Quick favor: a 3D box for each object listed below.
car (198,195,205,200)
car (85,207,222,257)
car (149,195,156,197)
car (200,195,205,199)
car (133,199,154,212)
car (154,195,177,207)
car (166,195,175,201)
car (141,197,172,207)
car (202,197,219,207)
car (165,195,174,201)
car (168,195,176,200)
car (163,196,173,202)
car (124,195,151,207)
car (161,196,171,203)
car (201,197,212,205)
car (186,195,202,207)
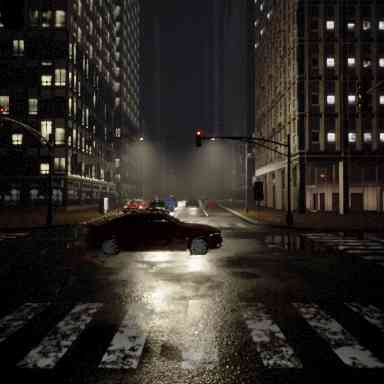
[{"bbox_3d":[2.662,1.582,95.134,1.887,1.381,4.507,1,0,0],"label":"car"},{"bbox_3d":[-1.377,1.482,12.454,5.008,1.535,1.882,0,0,0],"label":"car"},{"bbox_3d":[-5.691,1.331,44.872,2.192,1.841,5.009,1,0,0],"label":"car"},{"bbox_3d":[2.680,1.546,56.263,1.752,1.417,4.829,1,0,0],"label":"car"},{"bbox_3d":[-5.694,1.596,39.297,1.802,1.307,4.206,1,0,0],"label":"car"},{"bbox_3d":[-3.115,1.492,39.810,1.882,1.535,5.008,0,0,0],"label":"car"},{"bbox_3d":[-5.716,1.585,89.473,2.008,1.369,4.403,1,0,0],"label":"car"},{"bbox_3d":[-3.112,1.515,30.305,1.837,1.490,4.892,0,0,0],"label":"car"},{"bbox_3d":[2.683,1.598,44.938,1.802,1.307,4.206,1,0,0],"label":"car"},{"bbox_3d":[-5.713,1.576,83.898,1.887,1.381,4.507,1,0,0],"label":"car"},{"bbox_3d":[-5.719,1.603,95.049,1.947,1.339,4.313,1,0,0],"label":"car"},{"bbox_3d":[-5.711,1.580,78.323,2.008,1.369,4.403,1,0,0],"label":"car"},{"bbox_3d":[-5.689,1.452,33.722,1.967,1.590,4.097,1,0,0],"label":"car"},{"bbox_3d":[-5.708,1.572,72.748,1.887,1.381,4.507,1,0,0],"label":"car"},{"bbox_3d":[2.676,1.589,61.671,1.947,1.339,4.313,1,0,0],"label":"car"},{"bbox_3d":[0.076,1.583,51.753,1.994,1.385,4.181,0,0,0],"label":"car"}]
